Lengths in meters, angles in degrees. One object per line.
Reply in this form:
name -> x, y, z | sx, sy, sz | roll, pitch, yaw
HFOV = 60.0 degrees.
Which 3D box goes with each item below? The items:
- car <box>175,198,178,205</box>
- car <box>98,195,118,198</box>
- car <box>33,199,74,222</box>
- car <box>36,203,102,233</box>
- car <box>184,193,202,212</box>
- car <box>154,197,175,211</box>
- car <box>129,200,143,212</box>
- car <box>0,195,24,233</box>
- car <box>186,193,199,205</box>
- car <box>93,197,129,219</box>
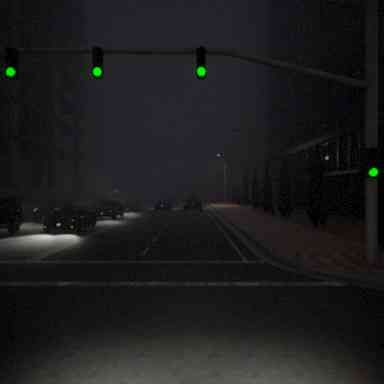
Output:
car -> -3.511, 1.508, 57.815 | 1.994, 1.385, 4.181 | 0, 0, 0
car -> -10.560, 1.468, 39.598 | 1.837, 1.490, 4.892 | 0, 0, 0
car -> -10.585, 1.327, 26.109 | 2.097, 1.767, 4.553 | 0, 0, 0
car -> -7.078, 1.545, 19.647 | 1.994, 1.385, 4.181 | 0, 0, 1
car -> 0.095, 1.314, 38.866 | 2.097, 1.767, 4.553 | 0, 0, 0
car -> -3.404, 1.525, 39.888 | 1.994, 1.385, 4.181 | 0, 0, 0
car -> -7.058, 1.563, 38.867 | 1.895, 1.301, 4.718 | 0, 0, 0
car -> -10.583, 1.206, 16.552 | 2.150, 2.045, 5.566 | 0, 0, 0
car -> 0.042, 1.165, 57.933 | 2.150, 2.045, 5.566 | 0, 0, 0
car -> -7.073, 1.478, 28.554 | 1.837, 1.490, 4.892 | 0, 0, 0
